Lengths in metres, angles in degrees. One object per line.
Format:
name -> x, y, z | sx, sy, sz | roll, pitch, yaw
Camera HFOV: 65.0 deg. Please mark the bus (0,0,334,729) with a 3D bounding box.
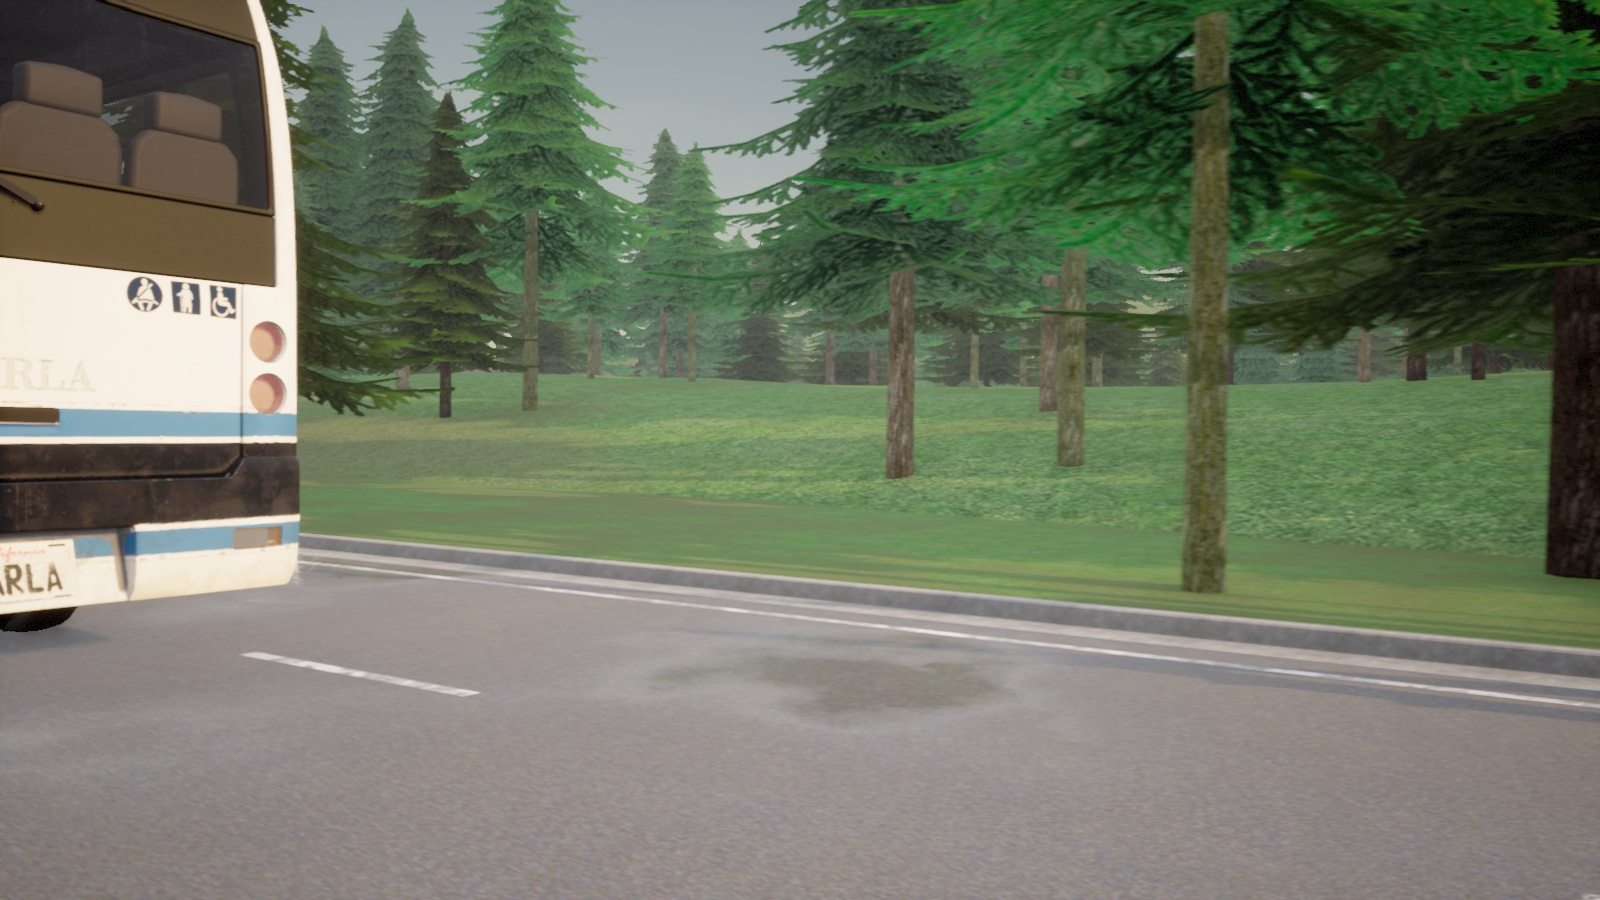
bus -> -8.340, -0.737, 9.136 | 10.273, 4.253, 3.944 | 0, 1, 34
